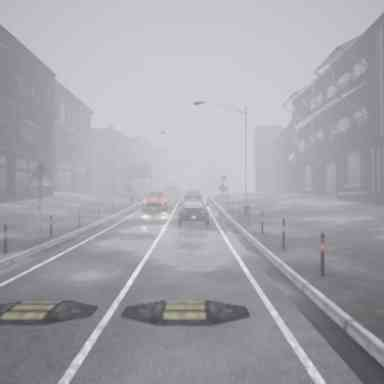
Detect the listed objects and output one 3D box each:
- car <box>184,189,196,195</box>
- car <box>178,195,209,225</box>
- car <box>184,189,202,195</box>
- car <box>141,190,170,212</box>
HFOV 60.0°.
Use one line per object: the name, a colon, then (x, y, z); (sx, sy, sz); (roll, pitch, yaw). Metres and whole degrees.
car: (-0.356, -0.050, 69.787); (1.895, 1.301, 4.718); (0, 1, 8)
car: (0.092, 1.160, 20.951); (1.812, 1.442, 4.674); (0, 2, 0)
car: (0.155, 0.463, 38.902); (1.994, 1.385, 4.181); (0, 2, 1)
car: (-3.091, 0.666, 28.787); (2.097, 1.767, 4.553); (0, 3, 0)
